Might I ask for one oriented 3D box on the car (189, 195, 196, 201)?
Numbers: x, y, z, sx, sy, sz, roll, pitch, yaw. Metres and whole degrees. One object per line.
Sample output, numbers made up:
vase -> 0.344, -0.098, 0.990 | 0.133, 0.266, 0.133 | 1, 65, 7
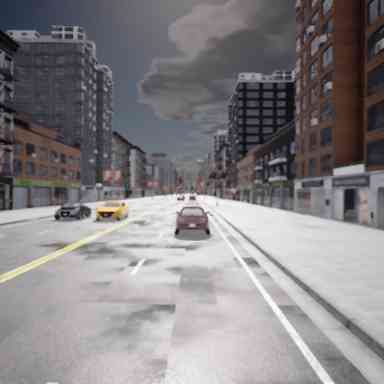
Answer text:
car -> 0.120, 1.686, 91.215 | 1.837, 1.490, 4.892 | 0, 0, 0

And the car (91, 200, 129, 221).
car -> -6.470, 1.467, 27.550 | 1.882, 1.535, 5.008 | 0, 0, 0

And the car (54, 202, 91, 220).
car -> -9.722, 1.529, 27.482 | 1.994, 1.385, 4.181 | 0, 0, 0

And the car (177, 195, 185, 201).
car -> -3.129, 1.716, 91.632 | 1.994, 1.385, 4.181 | 0, 0, 0

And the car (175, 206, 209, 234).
car -> 0.023, 1.551, 19.362 | 1.812, 1.442, 4.674 | 0, 0, 0
